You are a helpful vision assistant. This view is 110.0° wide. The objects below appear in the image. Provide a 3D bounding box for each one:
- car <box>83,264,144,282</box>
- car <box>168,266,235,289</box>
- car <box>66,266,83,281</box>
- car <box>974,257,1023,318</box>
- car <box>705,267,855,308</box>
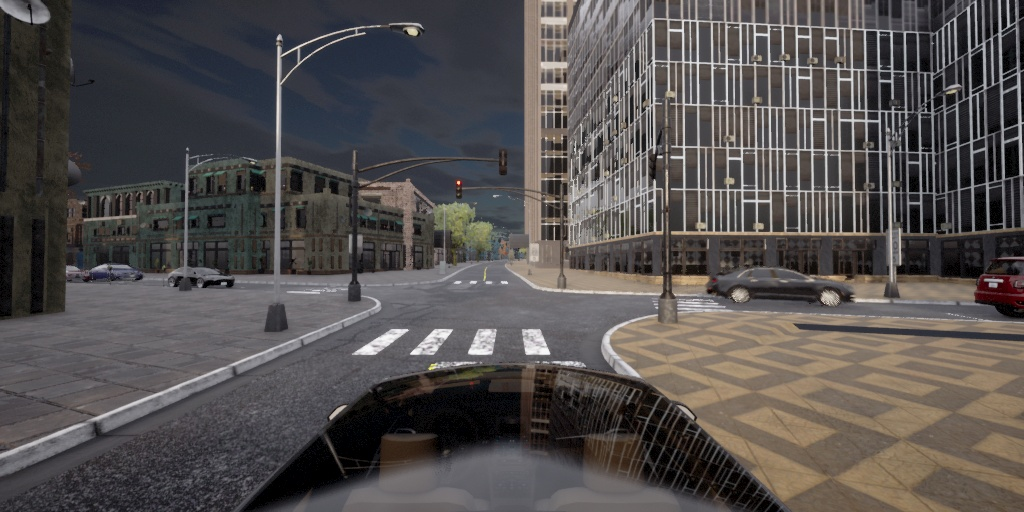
[{"bbox_3d":[-33.438,1.379,30.291,4.674,1.442,1.812,0,-1,20],"label":"car"},{"bbox_3d":[-19.653,1.324,22.633,4.313,1.339,1.948,0,0,20],"label":"car"},{"bbox_3d":[-35.317,1.403,28.227,4.207,1.307,1.802,0,0,20],"label":"car"},{"bbox_3d":[16.301,0.923,9.653,5.009,1.841,2.192,0,0,20],"label":"car"},{"bbox_3d":[10.639,1.191,14.547,4.892,1.490,1.837,0,-1,20],"label":"car"}]
